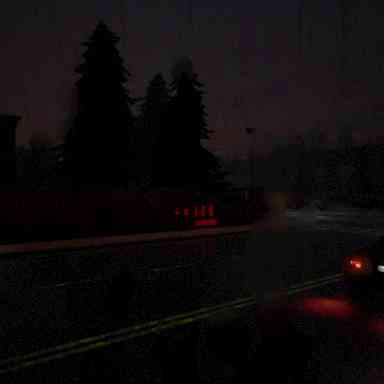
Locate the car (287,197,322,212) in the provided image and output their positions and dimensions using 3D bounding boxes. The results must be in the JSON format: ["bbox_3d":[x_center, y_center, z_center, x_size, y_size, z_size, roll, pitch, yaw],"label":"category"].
[{"bbox_3d":[12.893,1.362,38.952,2.097,1.767,4.553,0,0,-35],"label":"car"}]

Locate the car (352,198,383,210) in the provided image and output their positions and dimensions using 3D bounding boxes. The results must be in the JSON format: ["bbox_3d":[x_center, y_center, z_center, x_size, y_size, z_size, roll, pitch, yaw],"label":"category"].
[{"bbox_3d":[23.220,1.490,42.877,1.882,1.535,5.008,0,0,-35],"label":"car"}]

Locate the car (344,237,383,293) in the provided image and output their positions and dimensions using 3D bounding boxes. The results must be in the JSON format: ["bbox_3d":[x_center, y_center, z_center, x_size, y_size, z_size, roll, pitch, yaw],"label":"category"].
[{"bbox_3d":[5.793,1.550,7.916,5.357,1.411,2.033,0,0,-35],"label":"car"}]

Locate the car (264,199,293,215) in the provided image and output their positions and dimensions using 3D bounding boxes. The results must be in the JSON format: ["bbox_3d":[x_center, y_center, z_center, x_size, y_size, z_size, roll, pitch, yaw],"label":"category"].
[{"bbox_3d":[7.588,1.609,34.327,1.895,1.301,4.718,0,0,-35],"label":"car"}]

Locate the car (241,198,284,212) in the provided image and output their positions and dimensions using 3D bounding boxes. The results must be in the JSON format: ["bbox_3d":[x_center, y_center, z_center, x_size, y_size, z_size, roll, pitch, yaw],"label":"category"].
[{"bbox_3d":[8.259,1.486,39.445,1.882,1.535,5.008,0,0,-35],"label":"car"}]
